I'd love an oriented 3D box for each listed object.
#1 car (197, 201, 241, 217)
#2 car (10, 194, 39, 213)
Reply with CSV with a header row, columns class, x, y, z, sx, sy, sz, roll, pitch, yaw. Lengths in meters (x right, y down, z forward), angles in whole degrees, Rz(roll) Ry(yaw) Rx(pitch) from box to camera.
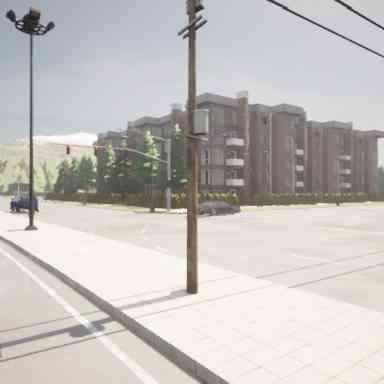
class,x,y,z,sx,sy,sz,roll,pitch,yaw
car,2.402,1.552,31.909,5.357,1.411,2.033,0,0,-42
car,-19.250,1.233,38.163,2.150,2.045,5.566,0,0,-37
